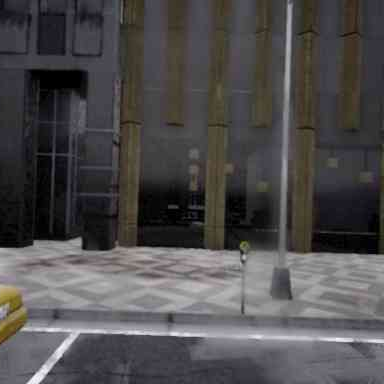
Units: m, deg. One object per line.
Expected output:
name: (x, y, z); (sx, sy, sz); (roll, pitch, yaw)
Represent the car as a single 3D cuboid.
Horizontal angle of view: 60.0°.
car: (-4.704, 1.405, 4.118); (4.829, 1.417, 1.752); (2, 0, 0)
